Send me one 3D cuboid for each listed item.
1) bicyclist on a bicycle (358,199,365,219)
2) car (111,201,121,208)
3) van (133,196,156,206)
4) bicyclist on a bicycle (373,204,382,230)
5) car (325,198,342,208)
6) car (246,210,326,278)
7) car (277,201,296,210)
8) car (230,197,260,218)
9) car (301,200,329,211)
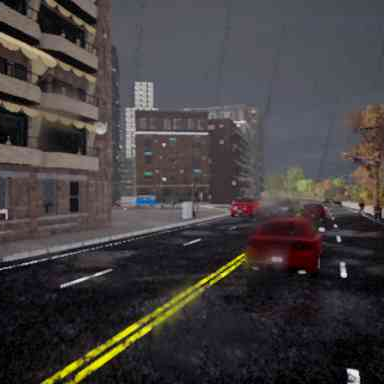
[{"bbox_3d":[15.587,1.547,30.554,0.659,1.776,1.843,-1,0,21],"label":"bicyclist on a bicycle"},{"bbox_3d":[-12.540,1.715,48.755,4.206,1.307,1.802,0,-1,-9],"label":"car"},{"bbox_3d":[-8.156,1.551,57.920,3.998,1.788,1.690,0,-1,-9],"label":"van"},{"bbox_3d":[11.943,1.570,21.344,0.582,1.620,1.656,-1,-1,22],"label":"bicyclist on a bicycle"},{"bbox_3d":[23.658,1.836,54.899,2.128,1.511,4.902,-1,-1,19],"label":"car"},{"bbox_3d":[3.116,1.561,10.641,1.882,1.535,5.008,-1,-1,23],"label":"car"},{"bbox_3d":[11.631,1.840,40.904,1.812,1.442,4.674,-1,-1,21],"label":"car"},{"bbox_3d":[5.546,1.526,34.255,2.150,2.045,5.566,-1,-1,22],"label":"car"},{"bbox_3d":[10.202,1.675,27.895,1.882,1.535,5.008,-1,-1,22],"label":"car"}]
